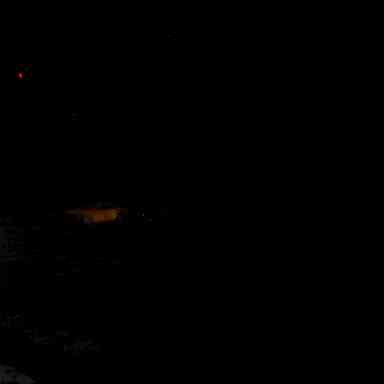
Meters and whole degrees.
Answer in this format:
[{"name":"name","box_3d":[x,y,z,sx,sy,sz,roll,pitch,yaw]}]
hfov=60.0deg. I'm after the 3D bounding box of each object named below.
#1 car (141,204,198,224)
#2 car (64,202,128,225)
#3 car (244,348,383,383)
[{"name":"car","box_3d":[-1.630,1.695,26.730,2.033,1.411,5.357,1,0,35]},{"name":"car","box_3d":[-7.022,1.534,24.732,1.882,1.535,5.008,1,0,35]},{"name":"car","box_3d":[2.238,1.546,1.363,4.507,1.381,1.887,0,1,35]}]
